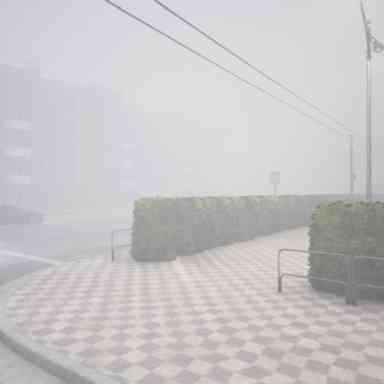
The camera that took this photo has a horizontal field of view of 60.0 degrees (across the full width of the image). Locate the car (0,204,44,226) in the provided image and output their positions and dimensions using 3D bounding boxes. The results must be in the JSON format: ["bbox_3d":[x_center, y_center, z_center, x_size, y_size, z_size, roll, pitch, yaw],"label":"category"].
[{"bbox_3d":[-11.902,1.513,21.097,1.837,1.490,4.892,-1,-1,33],"label":"car"}]
